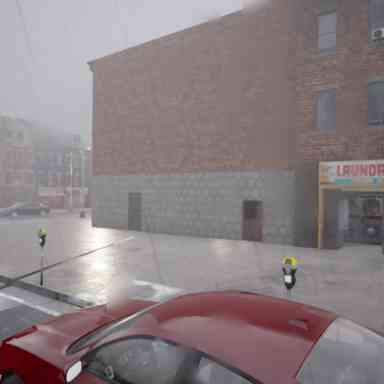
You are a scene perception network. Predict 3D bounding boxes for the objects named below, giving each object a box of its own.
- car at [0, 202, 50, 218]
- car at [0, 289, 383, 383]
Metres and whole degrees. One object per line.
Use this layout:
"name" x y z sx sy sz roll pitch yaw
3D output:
"car" -16.890 1.791 33.613 1.837 1.490 4.892 1 0 36
"car" 0.132 1.544 2.704 4.507 1.381 1.887 0 1 36
